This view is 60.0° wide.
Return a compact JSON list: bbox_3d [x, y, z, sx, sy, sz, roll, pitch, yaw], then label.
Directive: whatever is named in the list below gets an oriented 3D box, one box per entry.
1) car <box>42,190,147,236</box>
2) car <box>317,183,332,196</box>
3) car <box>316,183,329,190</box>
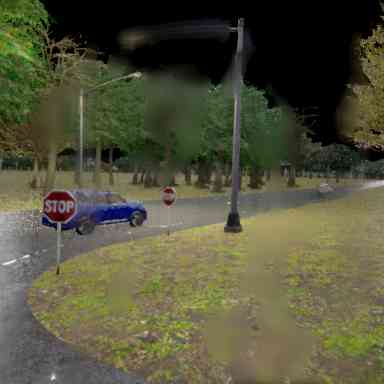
[{"bbox_3d":[-4.796,0.925,17.096,2.150,2.045,5.566,4,4,35],"label":"car"},{"bbox_3d":[22.488,-0.217,56.206,2.128,1.511,4.902,4,4,30],"label":"car"},{"bbox_3d":[31.594,-1.330,80.240,1.812,1.442,4.674,4,4,35],"label":"car"}]
